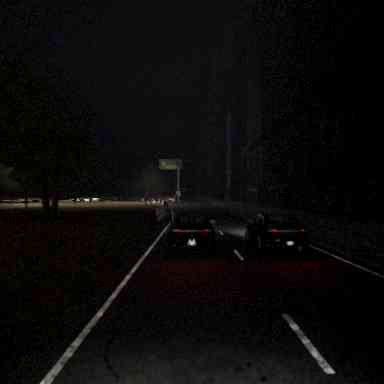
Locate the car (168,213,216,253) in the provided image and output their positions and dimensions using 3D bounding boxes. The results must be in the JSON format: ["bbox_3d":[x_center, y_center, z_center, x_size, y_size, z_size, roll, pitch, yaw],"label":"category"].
[{"bbox_3d":[0.001,1.627,14.276,2.128,1.511,4.902,0,0,0],"label":"car"}]

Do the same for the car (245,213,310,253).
[{"bbox_3d":[3.501,1.627,14.277,2.128,1.511,4.902,0,0,0],"label":"car"}]
